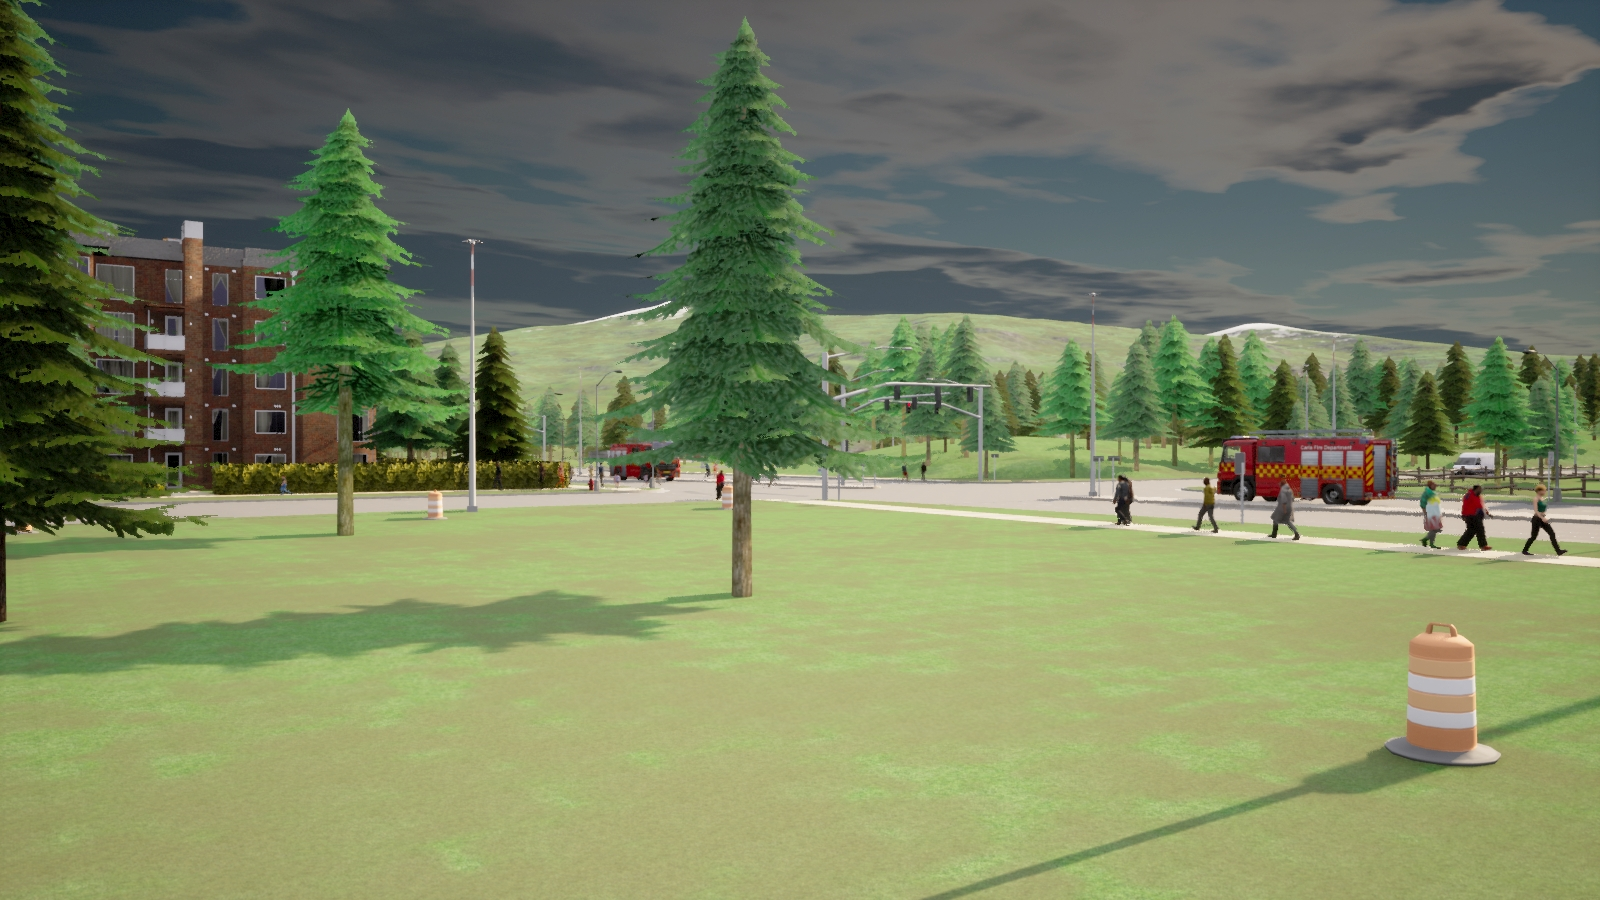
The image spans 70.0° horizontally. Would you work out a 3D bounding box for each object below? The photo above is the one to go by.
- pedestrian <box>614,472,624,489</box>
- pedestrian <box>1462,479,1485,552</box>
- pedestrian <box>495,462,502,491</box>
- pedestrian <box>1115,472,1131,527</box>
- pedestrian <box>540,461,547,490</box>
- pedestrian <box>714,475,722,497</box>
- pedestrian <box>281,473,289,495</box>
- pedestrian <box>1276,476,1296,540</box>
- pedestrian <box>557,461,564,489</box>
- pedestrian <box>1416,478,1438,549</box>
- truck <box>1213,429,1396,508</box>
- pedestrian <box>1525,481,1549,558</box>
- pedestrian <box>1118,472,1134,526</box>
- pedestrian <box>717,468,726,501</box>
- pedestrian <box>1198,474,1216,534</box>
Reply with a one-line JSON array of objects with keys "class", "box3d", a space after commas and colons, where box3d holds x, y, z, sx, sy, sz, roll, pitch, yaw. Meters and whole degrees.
[{"class": "pedestrian", "box3d": [-12.275, 2.076, 77.336, 0.500, 1.100, 0.500, 0, 0, -40]}, {"class": "pedestrian", "box3d": [17.411, 1.696, 29.530, 0.375, 1.860, 0.375, 0, 0, -29]}, {"class": "pedestrian", "box3d": [-19.593, 1.696, 74.255, 0.375, 1.860, 0.375, 0, 0, -35]}, {"class": "pedestrian", "box3d": [11.122, 1.696, 39.295, 0.375, 1.860, 0.375, 0, 0, -31]}, {"class": "pedestrian", "box3d": [-17.054, 1.696, 76.023, 0.375, 1.860, 0.375, 0, 0, -34]}, {"class": "pedestrian", "box3d": [-4.951, 2.180, 68.807, 0.375, 1.300, 0.375, 0, 0, -33]}, {"class": "pedestrian", "box3d": [-30.228, 1.976, 67.024, 0.375, 1.300, 0.375, 0, 0, -36]}, {"class": "pedestrian", "box3d": [14.256, 1.696, 33.523, 0.375, 1.860, 0.375, 0, 0, -30]}, {"class": "pedestrian", "box3d": [-16.209, 1.696, 77.345, 0.375, 1.860, 0.375, 0, 0, -37]}, {"class": "pedestrian", "box3d": [16.801, 1.697, 30.618, 0.375, 1.860, 0.375, 0, 0, -31]}, {"class": "truck", "box3d": [26.071, 0.890, 59.482, 2.891, 3.827, 8.468, 0, 0, -34]}, {"class": "pedestrian", "box3d": [18.162, 1.696, 28.159, 0.375, 1.860, 0.375, 0, 0, -28]}, {"class": "pedestrian", "box3d": [11.376, 1.696, 39.916, 0.375, 1.860, 0.375, 0, 0, -30]}, {"class": "pedestrian", "box3d": [-4.362, 1.918, 63.492, 0.375, 1.860, 0.375, 0, 0, -41]}, {"class": "pedestrian", "box3d": [12.843, 1.696, 36.080, 0.375, 1.860, 0.375, 0, 0, -28]}]
